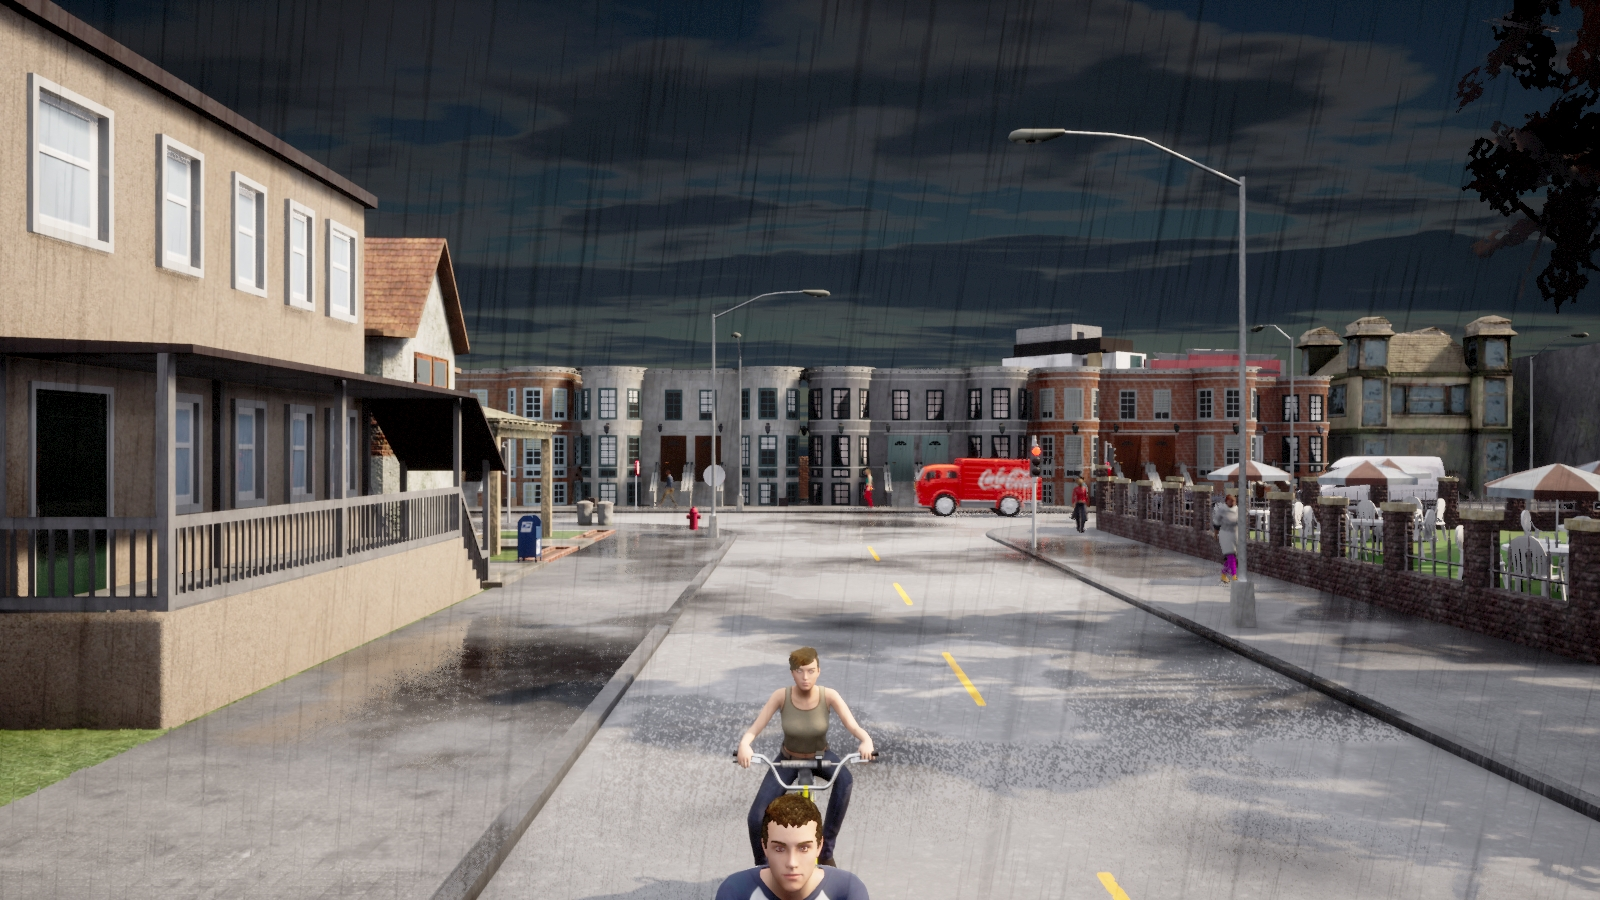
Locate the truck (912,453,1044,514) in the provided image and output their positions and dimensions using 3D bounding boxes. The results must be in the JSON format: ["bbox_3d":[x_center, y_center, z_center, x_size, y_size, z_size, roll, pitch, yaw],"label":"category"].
[{"bbox_3d":[7.532,1.379,48.866,5.204,2.467,2.627,1,0,0],"label":"truck"}]

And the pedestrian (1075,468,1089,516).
[{"bbox_3d":[11.021,1.647,44.695,0.375,1.860,0.375,0,0,-35],"label":"pedestrian"}]

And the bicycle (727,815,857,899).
[{"bbox_3d":[-0.022,1.938,3.212,0.373,1.296,1.643,0,0,0],"label":"bicycle"}]

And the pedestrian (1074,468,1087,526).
[{"bbox_3d":[9.089,1.531,37.063,0.375,1.860,0.375,0,0,6],"label":"pedestrian"}]

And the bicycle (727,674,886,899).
[{"bbox_3d":[0.033,2.040,6.906,0.859,1.080,1.487,0,0,0],"label":"bicycle"}]

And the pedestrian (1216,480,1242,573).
[{"bbox_3d":[8.649,1.533,23.035,0.375,1.860,0.375,0,0,2],"label":"pedestrian"}]

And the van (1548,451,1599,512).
[{"bbox_3d":[35.642,1.334,48.902,5.915,2.561,1.988,0,0,0],"label":"van"}]

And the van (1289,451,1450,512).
[{"bbox_3d":[24.293,1.335,48.886,5.915,2.561,1.988,0,0,0],"label":"van"}]

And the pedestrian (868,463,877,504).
[{"bbox_3d":[3.309,1.546,52.201,0.375,1.860,0.375,0,0,11],"label":"pedestrian"}]

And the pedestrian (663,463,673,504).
[{"bbox_3d":[-6.098,1.548,52.801,0.375,1.860,0.375,0,0,4],"label":"pedestrian"}]
